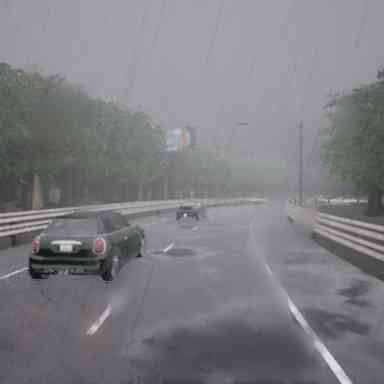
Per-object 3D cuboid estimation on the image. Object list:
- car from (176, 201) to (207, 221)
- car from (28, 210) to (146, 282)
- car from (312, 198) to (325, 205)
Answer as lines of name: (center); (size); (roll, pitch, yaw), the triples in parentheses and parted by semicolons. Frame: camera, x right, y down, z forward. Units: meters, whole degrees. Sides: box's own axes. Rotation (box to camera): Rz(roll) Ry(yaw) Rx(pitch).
car: (0.030, 1.518, 27.567); (1.837, 1.490, 4.892); (0, 0, 13)
car: (-2.803, 1.338, 9.971); (2.097, 1.767, 4.553); (0, 0, 5)
car: (28.677, 2.061, 75.401); (1.882, 1.535, 5.008); (0, -1, 40)
